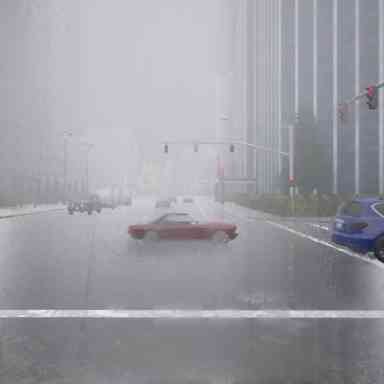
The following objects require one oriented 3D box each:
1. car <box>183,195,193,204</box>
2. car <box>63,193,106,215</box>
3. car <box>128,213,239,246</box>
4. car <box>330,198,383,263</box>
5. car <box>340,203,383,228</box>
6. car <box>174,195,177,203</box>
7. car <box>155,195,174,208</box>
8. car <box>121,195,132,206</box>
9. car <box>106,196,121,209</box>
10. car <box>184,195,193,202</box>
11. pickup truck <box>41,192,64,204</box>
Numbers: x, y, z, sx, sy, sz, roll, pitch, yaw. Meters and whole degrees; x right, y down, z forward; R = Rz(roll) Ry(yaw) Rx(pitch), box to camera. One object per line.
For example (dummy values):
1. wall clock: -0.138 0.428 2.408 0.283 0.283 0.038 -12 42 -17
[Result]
1. car: -0.754 1.526 65.241 1.812 1.442 4.674 0 0 0
2. car: -11.091 1.221 34.787 2.150 2.045 5.566 0 0 -1
3. car: -0.333 1.601 14.755 4.718 1.301 1.895 0 0 0
4. car: 7.652 1.221 11.271 5.566 2.045 2.150 0 0 0
5. car: 12.630 1.505 21.981 4.892 1.490 1.837 0 0 0
6. car: -4.295 1.355 71.533 2.097 1.767 4.553 0 0 0
7. car: -3.986 1.525 47.057 1.812 1.442 4.674 0 0 0
8. car: -11.251 1.352 54.523 2.097 1.767 4.553 0 0 -1
9. car: -11.176 1.564 44.316 1.994 1.385 4.181 0 0 -1
10. car: -0.841 1.387 75.492 1.882 1.535 5.008 0 0 0
11. pickup truck: -24.331 1.059 59.937 2.390 2.098 6.274 0 0 30
